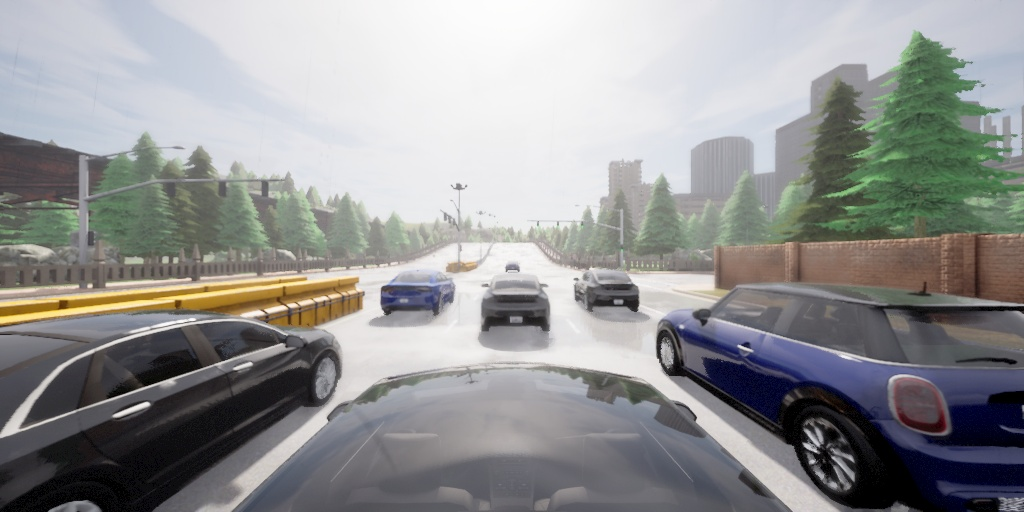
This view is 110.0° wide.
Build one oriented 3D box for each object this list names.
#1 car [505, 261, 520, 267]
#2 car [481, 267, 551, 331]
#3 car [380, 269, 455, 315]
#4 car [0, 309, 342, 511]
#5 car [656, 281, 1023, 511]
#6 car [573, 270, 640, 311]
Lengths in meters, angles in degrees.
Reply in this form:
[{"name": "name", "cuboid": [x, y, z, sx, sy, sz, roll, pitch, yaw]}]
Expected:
[{"name": "car", "cuboid": [0.070, 1.360, 46.244, 1.812, 1.442, 4.674, 0, 0, 0]}, {"name": "car", "cuboid": [0.096, 1.274, 11.058, 1.837, 1.490, 4.892, 0, 0, 0]}, {"name": "car", "cuboid": [-3.404, 1.250, 13.771, 1.882, 1.535, 5.008, 0, 0, 0]}, {"name": "car", "cuboid": [-3.400, 1.259, 3.328, 1.837, 1.490, 4.892, 0, 0, 0]}, {"name": "car", "cuboid": [3.600, 1.107, 4.545, 2.097, 1.767, 4.553, 0, 0, 0]}, {"name": "car", "cuboid": [3.666, 1.281, 14.495, 1.837, 1.490, 4.892, 0, 0, 2]}]
